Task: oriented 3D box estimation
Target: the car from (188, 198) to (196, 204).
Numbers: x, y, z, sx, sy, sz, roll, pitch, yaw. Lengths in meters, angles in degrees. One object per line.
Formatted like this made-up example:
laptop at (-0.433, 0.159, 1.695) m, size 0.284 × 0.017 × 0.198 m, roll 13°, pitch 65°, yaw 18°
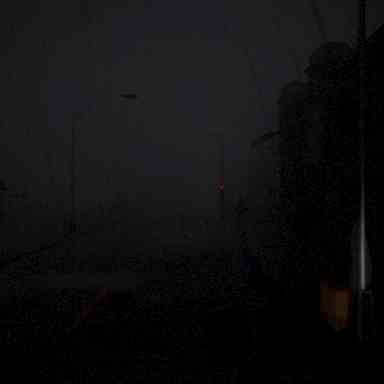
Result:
car at (0.017, 2.166, 80.738) m, size 1.812 × 1.442 × 4.674 m, roll 0°, pitch -1°, yaw 0°

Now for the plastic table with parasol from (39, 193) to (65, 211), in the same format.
plastic table with parasol at (-19.159, 1.349, 45.623) m, size 2.482 × 2.480 × 2.482 m, roll 0°, pitch -1°, yaw 0°
